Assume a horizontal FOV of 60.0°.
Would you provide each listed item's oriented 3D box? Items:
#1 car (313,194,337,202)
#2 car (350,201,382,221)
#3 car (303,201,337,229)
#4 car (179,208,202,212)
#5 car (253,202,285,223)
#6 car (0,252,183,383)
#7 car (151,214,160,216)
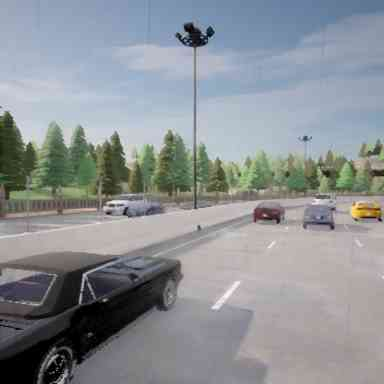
[{"bbox_3d":[15.078,1.214,37.714,2.150,2.045,5.566,0,0,27],"label":"car"},{"bbox_3d":[14.109,1.473,27.125,1.882,1.535,5.008,0,0,22],"label":"car"},{"bbox_3d":[8.313,1.544,21.858,2.033,1.411,5.357,0,0,21],"label":"car"},{"bbox_3d":[0.336,1.502,30.762,1.837,1.490,4.892,0,0,22],"label":"car"},{"bbox_3d":[6.019,1.474,25.643,1.882,1.535,5.008,0,0,21],"label":"car"},{"bbox_3d":[-1.797,1.600,5.170,1.895,1.301,4.718,0,0,21],"label":"car"},{"bbox_3d":[-3.962,1.523,29.394,1.812,1.442,4.674,0,0,21],"label":"car"}]
